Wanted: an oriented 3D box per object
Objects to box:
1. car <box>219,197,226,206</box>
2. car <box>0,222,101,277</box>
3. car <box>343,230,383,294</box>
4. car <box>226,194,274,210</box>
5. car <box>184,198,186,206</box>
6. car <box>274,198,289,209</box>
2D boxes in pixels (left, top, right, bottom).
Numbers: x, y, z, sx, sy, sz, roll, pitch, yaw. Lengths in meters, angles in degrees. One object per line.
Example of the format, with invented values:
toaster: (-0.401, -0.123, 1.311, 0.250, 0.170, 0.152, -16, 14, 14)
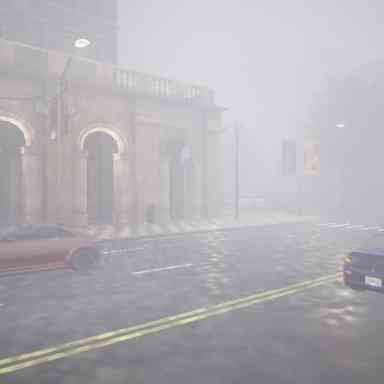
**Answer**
car: (4.990, 1.547, 52.470, 2.033, 1.411, 5.357, 0, 0, -36)
car: (-4.716, 1.564, 9.241, 4.181, 1.385, 1.994, 0, 0, -36)
car: (5.306, 1.526, 7.639, 4.674, 1.442, 1.812, 0, 0, -36)
car: (7.442, 1.222, 43.055, 2.150, 2.045, 5.566, 0, 0, -36)
car: (-0.713, 1.595, 49.010, 1.895, 1.301, 4.718, 0, 0, -36)
car: (10.675, 1.504, 44.559, 1.837, 1.490, 4.892, 0, 0, -36)
